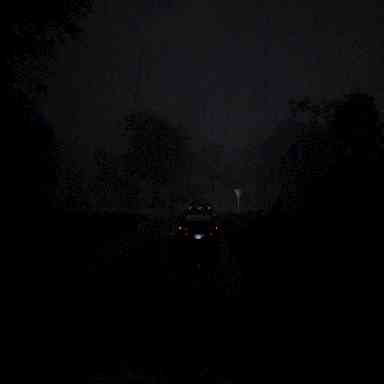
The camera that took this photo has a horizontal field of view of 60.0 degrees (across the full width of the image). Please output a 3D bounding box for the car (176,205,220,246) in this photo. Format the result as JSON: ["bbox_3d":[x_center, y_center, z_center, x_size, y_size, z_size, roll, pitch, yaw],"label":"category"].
[{"bbox_3d":[0.282,1.555,15.236,1.812,1.442,4.674,0,0,1],"label":"car"}]

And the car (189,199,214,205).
[{"bbox_3d":[0.822,1.399,29.518,2.097,1.767,4.553,0,0,5],"label":"car"}]

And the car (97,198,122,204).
[{"bbox_3d":[-15.857,1.709,63.675,1.895,1.301,4.718,0,0,39],"label":"car"}]

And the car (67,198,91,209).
[{"bbox_3d":[-15.743,1.550,46.052,1.882,1.535,5.008,0,0,-39],"label":"car"}]
